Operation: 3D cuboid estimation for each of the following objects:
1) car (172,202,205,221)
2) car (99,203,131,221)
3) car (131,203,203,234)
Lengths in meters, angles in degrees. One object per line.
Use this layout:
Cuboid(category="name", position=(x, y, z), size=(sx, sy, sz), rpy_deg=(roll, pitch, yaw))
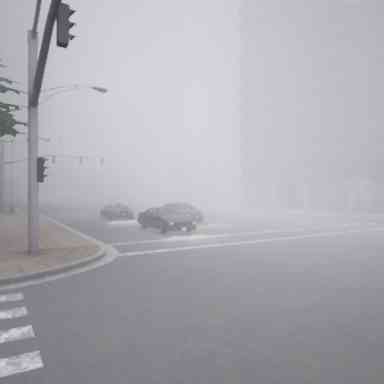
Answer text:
Cuboid(category="car", position=(-0.857, 1.563, 25.751), size=(1.837, 1.490, 4.892), rpy_deg=(0, 0, -30))
Cuboid(category="car", position=(-6.444, 1.630, 28.330), size=(1.994, 1.385, 4.181), rpy_deg=(0, 0, -31))
Cuboid(category="car", position=(-1.699, 1.606, 20.211), size=(2.033, 1.411, 5.357), rpy_deg=(0, 0, -29))
